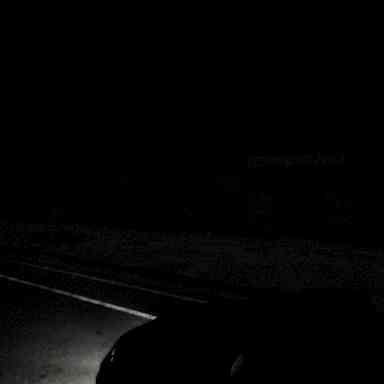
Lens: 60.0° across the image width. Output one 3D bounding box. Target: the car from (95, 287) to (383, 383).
[{"bbox_3d":[1.104,1.571,2.774,4.181,1.385,1.994,-1,0,36],"label":"car"}]
